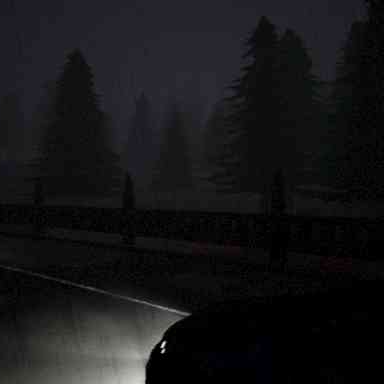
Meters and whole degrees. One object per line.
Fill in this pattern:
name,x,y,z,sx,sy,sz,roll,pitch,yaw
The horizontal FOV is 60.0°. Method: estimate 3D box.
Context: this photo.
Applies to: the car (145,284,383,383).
car,1.590,1.563,2.855,4.181,1.385,1.994,0,0,35
